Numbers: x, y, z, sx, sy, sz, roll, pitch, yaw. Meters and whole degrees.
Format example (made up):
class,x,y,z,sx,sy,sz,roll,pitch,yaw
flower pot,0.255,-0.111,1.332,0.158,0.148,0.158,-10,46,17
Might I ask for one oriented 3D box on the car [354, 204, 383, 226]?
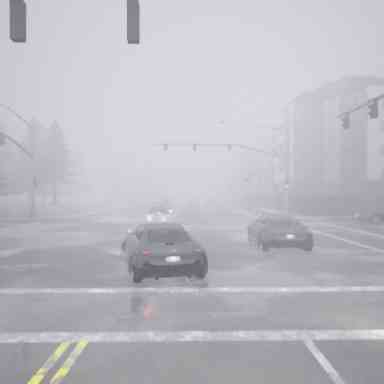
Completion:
class,x,y,z,sx,sy,sz,roll,pitch,yaw
car,14.068,1.555,23.548,4.902,1.511,2.128,0,0,-1

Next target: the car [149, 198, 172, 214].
class,x,y,z,sx,sy,sz,roll,pitch,yaw
car,-3.580,1.623,36.307,1.812,1.442,4.674,0,0,0

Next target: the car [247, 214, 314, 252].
class,x,y,z,sx,sy,sz,roll,pitch,yaw
car,3.599,1.602,14.190,1.994,1.385,4.181,0,0,0

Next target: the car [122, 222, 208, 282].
class,x,y,z,sx,sy,sz,roll,pitch,yaw
car,-0.964,1.591,9.982,1.994,1.385,4.181,0,0,-15

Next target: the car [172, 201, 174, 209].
class,x,y,z,sx,sy,sz,roll,pitch,yaw
car,-3.570,1.628,46.199,1.837,1.490,4.892,0,0,0

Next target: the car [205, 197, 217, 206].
class,x,y,z,sx,sy,sz,roll,pitch,yaw
car,3.506,1.653,60.510,2.128,1.511,4.902,0,0,0

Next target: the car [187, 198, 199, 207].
class,x,y,z,sx,sy,sz,roll,pitch,yaw
car,0.106,1.713,56.116,1.994,1.385,4.181,0,0,0
